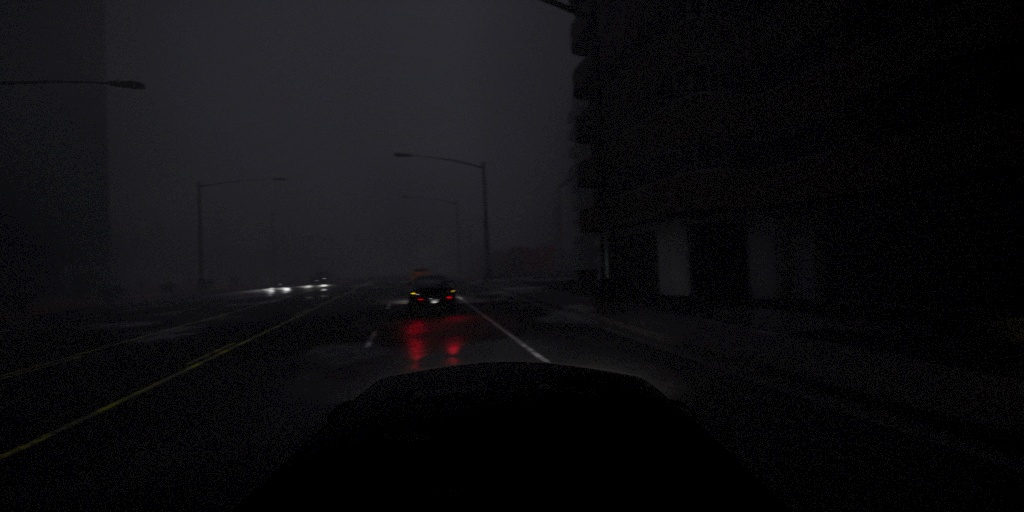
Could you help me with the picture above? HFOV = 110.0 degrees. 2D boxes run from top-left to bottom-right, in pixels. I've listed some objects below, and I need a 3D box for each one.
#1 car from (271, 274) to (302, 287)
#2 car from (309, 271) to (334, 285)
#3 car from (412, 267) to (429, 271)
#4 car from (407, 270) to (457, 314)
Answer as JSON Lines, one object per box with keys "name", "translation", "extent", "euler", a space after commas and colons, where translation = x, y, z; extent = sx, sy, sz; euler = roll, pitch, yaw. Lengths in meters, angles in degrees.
{"name": "car", "translation": [-24.841, 2.677, 39.599], "extent": [1.895, 1.301, 4.718], "euler": [-2, 0, -16]}
{"name": "car", "translation": [-21.478, 2.421, 40.544], "extent": [1.837, 1.490, 4.892], "euler": [-2, 0, -16]}
{"name": "car", "translation": [-8.392, 1.778, 33.034], "extent": [1.882, 1.535, 5.008], "euler": [-2, 0, -16]}
{"name": "car", "translation": [-3.479, 1.518, 15.408], "extent": [1.812, 1.442, 4.674], "euler": [-2, 0, -16]}
